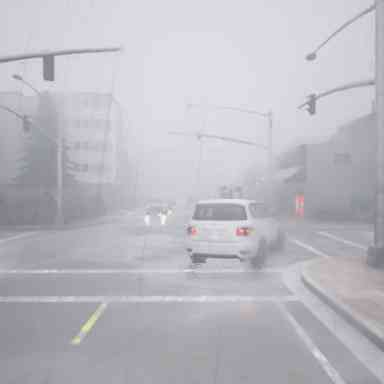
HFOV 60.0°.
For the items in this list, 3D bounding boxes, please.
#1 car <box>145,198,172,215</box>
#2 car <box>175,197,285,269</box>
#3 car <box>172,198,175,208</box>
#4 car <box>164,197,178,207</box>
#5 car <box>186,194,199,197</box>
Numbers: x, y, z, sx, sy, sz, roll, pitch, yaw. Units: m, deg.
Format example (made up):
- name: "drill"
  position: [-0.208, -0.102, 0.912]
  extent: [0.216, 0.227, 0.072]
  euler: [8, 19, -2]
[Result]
- name: "car"
  position: [-3.596, 1.411, 34.882]
  extent: [2.097, 1.767, 4.553]
  euler: [0, 0, 0]
- name: "car"
  position: [1.675, 1.271, 11.533]
  extent: [2.150, 2.045, 5.566]
  euler: [-1, -1, 23]
- name: "car"
  position: [-3.580, 1.567, 45.264]
  extent: [2.128, 1.511, 4.902]
  euler: [0, 0, 0]
- name: "car"
  position: [-3.509, 1.641, 55.901]
  extent: [2.033, 1.411, 5.357]
  euler: [0, 0, 0]
- name: "car"
  position: [0.101, 1.318, 57.598]
  extent: [2.150, 2.045, 5.566]
  euler: [0, 0, 0]
